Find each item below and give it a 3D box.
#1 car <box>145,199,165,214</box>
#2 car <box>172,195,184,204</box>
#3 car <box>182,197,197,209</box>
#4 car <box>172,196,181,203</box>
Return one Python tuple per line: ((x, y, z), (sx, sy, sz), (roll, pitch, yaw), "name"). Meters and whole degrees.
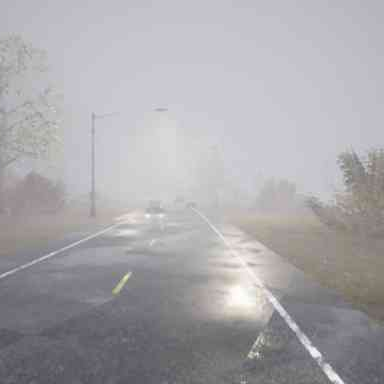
((-4.482, 1.693, 40.738), (2.097, 1.767, 4.553), (0, 0, -2), "car")
((-2.740, 1.599, 71.894), (2.150, 2.045, 5.566), (0, 0, -5), "car")
((-0.214, 1.920, 51.895), (1.837, 1.490, 4.892), (0, 0, -3), "car")
((-4.180, 1.929, 88.248), (2.097, 1.767, 4.553), (0, 0, -6), "car")
